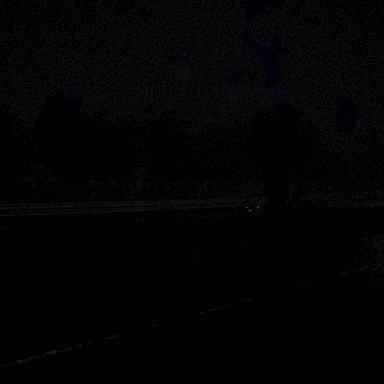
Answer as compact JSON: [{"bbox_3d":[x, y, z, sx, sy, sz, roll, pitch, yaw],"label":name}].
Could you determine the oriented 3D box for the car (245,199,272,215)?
[{"bbox_3d":[6.972,1.346,30.462,4.674,1.442,1.812,-1,1,-35],"label":"car"}]

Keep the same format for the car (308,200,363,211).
[{"bbox_3d":[11.042,1.345,24.767,4.674,1.442,1.812,-1,1,-35],"label":"car"}]

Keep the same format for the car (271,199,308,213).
[{"bbox_3d":[8.954,1.385,27.577,4.181,1.385,1.994,-1,1,-35],"label":"car"}]
